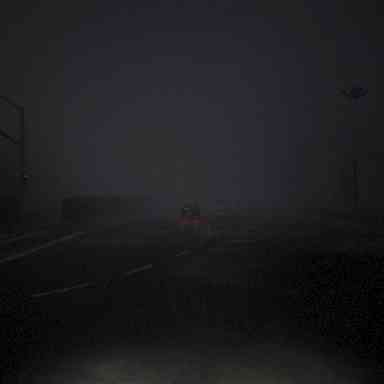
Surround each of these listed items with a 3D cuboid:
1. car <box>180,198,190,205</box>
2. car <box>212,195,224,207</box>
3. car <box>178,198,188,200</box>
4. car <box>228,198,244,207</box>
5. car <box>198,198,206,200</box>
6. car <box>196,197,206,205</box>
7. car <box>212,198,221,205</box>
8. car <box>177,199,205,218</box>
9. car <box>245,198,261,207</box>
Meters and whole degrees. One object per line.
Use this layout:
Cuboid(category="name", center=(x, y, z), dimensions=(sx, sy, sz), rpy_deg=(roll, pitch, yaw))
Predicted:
Cuboid(category="car", center=(-1.514, 2.037, 74.213), dimensions=(1.994, 1.385, 4.181), rpy_deg=(0, -1, 3))
Cuboid(category="car", center=(4.994, 1.773, 64.317), dimensions=(2.150, 2.045, 5.566), rpy_deg=(0, -1, 3))
Cuboid(category="car", center=(-1.956, 2.081, 65.470), dimensions=(1.837, 1.490, 4.892), rpy_deg=(0, -1, 3))
Cuboid(category="car", center=(8.533, 2.151, 64.970), dimensions=(1.895, 1.301, 4.718), rpy_deg=(0, -1, 3))
Cuboid(category="car", center=(1.520, 2.165, 64.907), dimensions=(1.895, 1.301, 4.718), rpy_deg=(0, -1, 3))
Cuboid(category="car", center=(1.981, 2.001, 74.037), dimensions=(2.128, 1.511, 4.902), rpy_deg=(0, -1, 3))
Cuboid(category="car", center=(5.478, 2.062, 73.890), dimensions=(1.895, 1.301, 4.718), rpy_deg=(0, -1, 3))
Cuboid(category="car", center=(-0.090, 1.782, 33.057), dimensions=(2.128, 1.511, 4.902), rpy_deg=(0, -1, 3))
Cuboid(category="car", center=(11.984, 2.081, 63.931), dimensions=(2.033, 1.411, 5.357), rpy_deg=(0, -1, 3))
